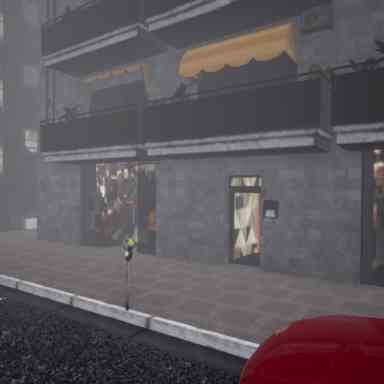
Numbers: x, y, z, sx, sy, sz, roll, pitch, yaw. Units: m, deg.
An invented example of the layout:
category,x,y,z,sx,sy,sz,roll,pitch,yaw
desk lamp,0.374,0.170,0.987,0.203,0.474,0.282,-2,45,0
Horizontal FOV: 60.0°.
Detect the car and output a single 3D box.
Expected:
category,x,y,z,sx,sy,sz,roll,pitch,yaw
car,2.480,1.316,1.169,5.009,1.841,2.192,0,1,34
